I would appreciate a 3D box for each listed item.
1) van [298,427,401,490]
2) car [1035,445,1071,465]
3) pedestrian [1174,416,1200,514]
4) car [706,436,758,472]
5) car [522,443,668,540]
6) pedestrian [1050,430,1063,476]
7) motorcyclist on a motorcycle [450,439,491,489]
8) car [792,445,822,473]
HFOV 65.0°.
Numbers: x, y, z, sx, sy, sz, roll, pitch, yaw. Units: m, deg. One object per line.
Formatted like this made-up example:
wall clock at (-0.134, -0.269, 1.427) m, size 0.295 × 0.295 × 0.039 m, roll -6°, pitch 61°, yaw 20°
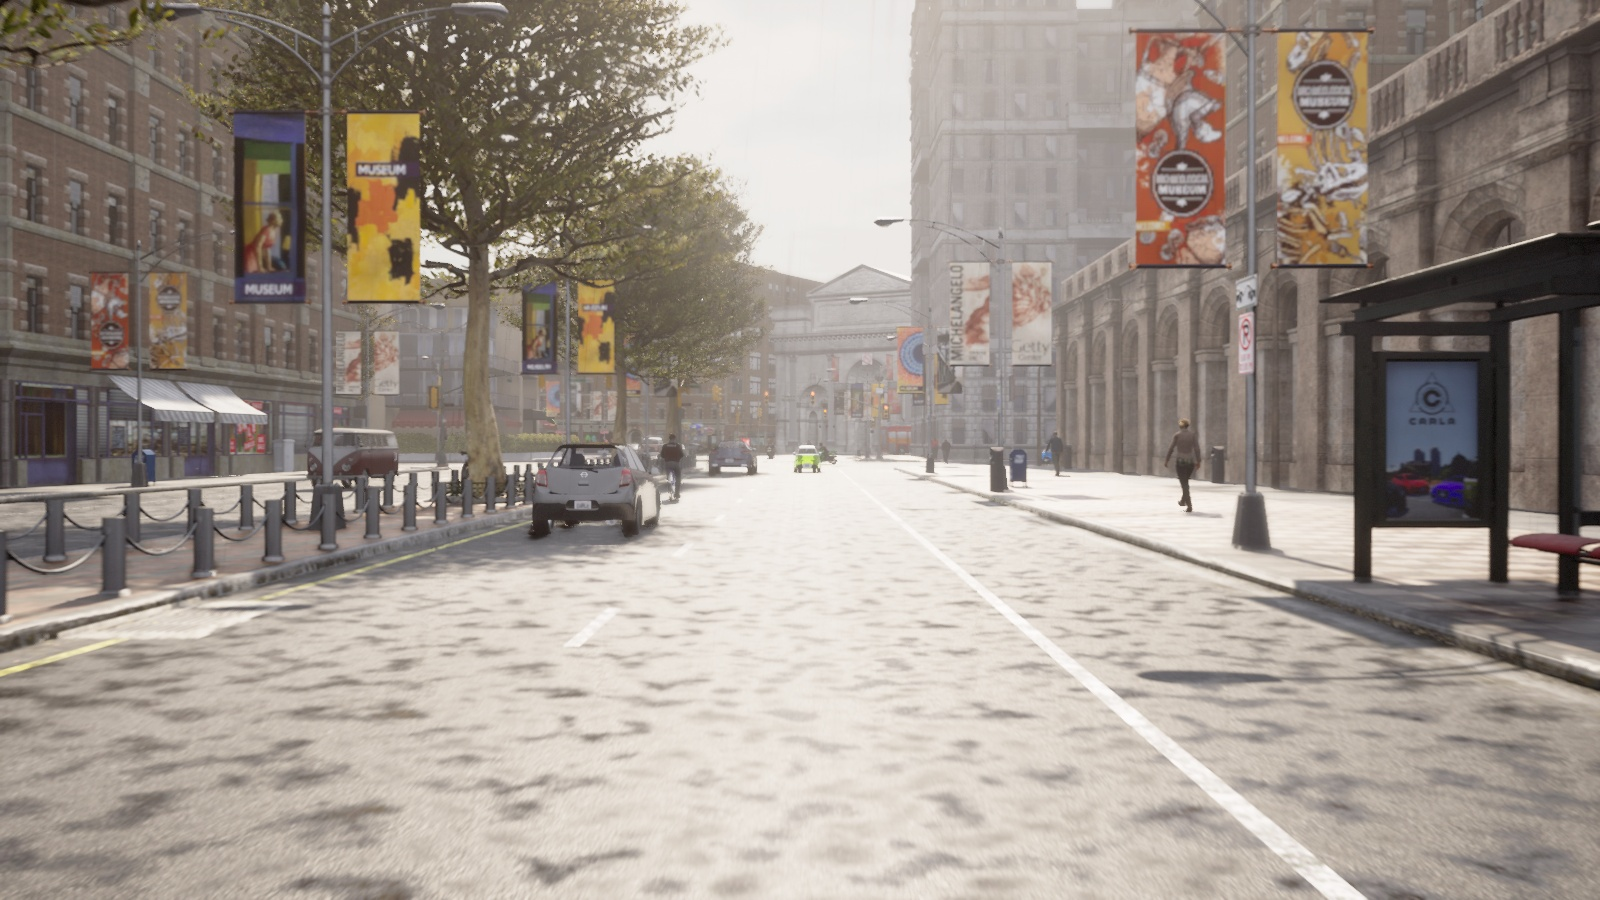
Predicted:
van at (-14.750, 0.254, 41.379) m, size 1.775 × 1.987 × 4.442 m, roll 0°, pitch 0°, yaw 0°
car at (17.646, 0.322, 87.527) m, size 2.207 × 1.376 × 1.481 m, roll 0°, pitch 0°, yaw 0°
pedestrian at (7.371, 0.274, 23.944) m, size 0.331 × 1.846 × 0.634 m, roll 0°, pitch 0°, yaw 3°
car at (-3.219, 0.181, 60.575) m, size 2.152 × 1.651 × 5.027 m, roll 0°, pitch 0°, yaw 1°
car at (-3.364, 0.638, 21.251) m, size 1.845 × 1.501 × 3.633 m, roll 0°, pitch 0°, yaw 0°
pedestrian at (10.340, 0.126, 50.659) m, size 0.402 × 1.842 × 0.726 m, roll 0°, pitch 0°, yaw 0°
motorcyclist on a motorcycle at (-11.241, 0.446, 42.905) m, size 0.766 × 1.649 × 2.350 m, roll 0°, pitch 0°, yaw 0°
car at (0.364, 0.444, 63.487) m, size 1.481 × 1.376 × 2.207 m, roll 0°, pitch 1°, yaw 1°
